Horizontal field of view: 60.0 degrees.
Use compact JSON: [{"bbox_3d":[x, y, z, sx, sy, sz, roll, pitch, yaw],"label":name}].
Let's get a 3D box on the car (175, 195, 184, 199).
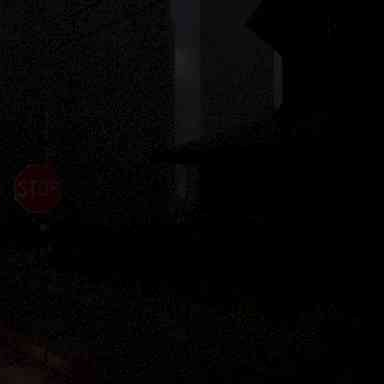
[{"bbox_3d":[-3.723,1.479,85.514,4.193,1.474,1.816,0,0,37],"label":"car"}]
